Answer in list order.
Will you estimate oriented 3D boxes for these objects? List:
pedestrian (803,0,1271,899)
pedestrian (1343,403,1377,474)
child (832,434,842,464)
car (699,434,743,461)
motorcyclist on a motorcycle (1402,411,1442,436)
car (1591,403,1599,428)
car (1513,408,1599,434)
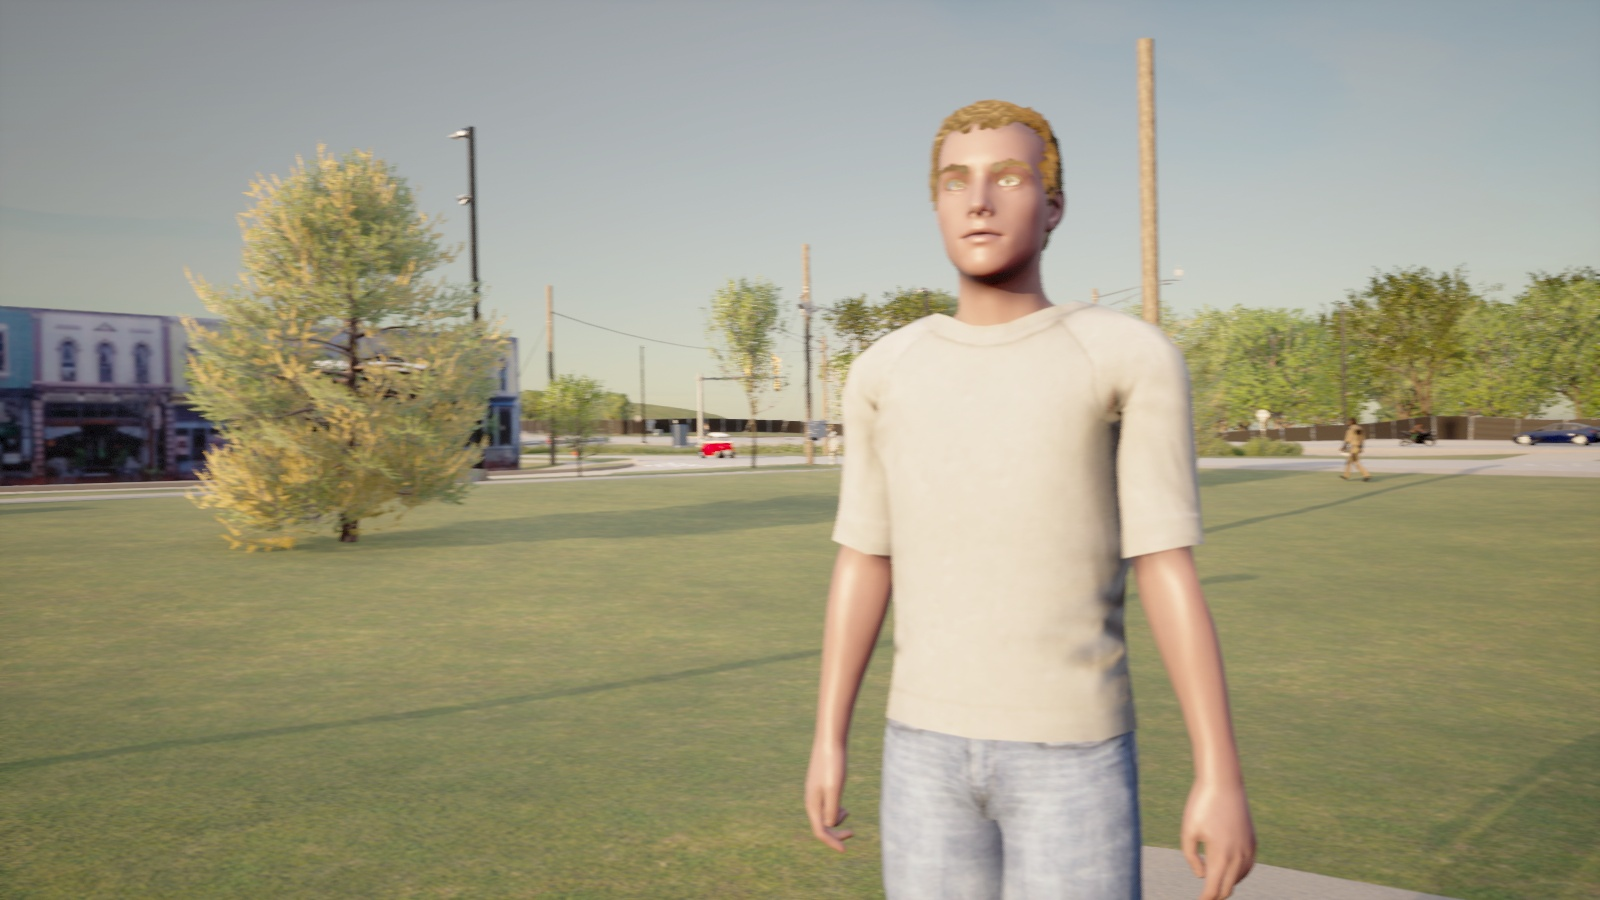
[{"bbox_3d":[0.372,0.414,1.693,0.354,1.836,0.706,-2,0,30],"label":"pedestrian"},{"bbox_3d":[15.423,-0.319,34.604,0.396,1.930,0.692,-2,0,-30],"label":"pedestrian"},{"bbox_3d":[1.533,-0.046,52.050,0.270,1.263,0.437,-2,0,19],"label":"child"},{"bbox_3d":[-4.216,-0.135,67.023,1.481,1.376,2.207,-2,1,-29],"label":"car"},{"bbox_3d":[38.323,-1.614,77.397,2.044,1.523,0.797,0,1,41],"label":"motorcyclist on a motorcycle"},{"bbox_3d":[54.694,-2.264,82.283,4.856,1.649,2.033,0,1,32],"label":"car"},{"bbox_3d":[47.592,-1.818,78.645,4.792,1.488,2.163,0,1,41],"label":"car"}]
